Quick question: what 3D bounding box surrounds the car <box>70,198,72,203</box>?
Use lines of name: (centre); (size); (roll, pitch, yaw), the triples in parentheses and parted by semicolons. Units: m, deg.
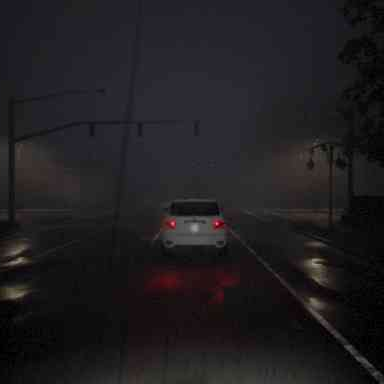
car: (-24.026, 1.421, 60.599); (3.806, 1.475, 1.970); (0, 0, 1)

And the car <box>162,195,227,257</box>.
car: (0.088, 1.208, 12.927); (2.150, 2.045, 5.566); (0, -1, 0)

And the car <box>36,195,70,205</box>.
car: (-23.309, 1.263, 54.848); (4.611, 1.667, 2.242); (0, 0, 1)

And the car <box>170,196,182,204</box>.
car: (-3.139, 1.508, 65.617); (2.033, 1.411, 5.357); (0, 0, 0)

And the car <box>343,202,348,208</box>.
car: (22.668, 1.537, 44.866); (4.181, 1.385, 1.994); (0, 0, 1)

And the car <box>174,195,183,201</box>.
car: (-3.262, 1.430, 81.961); (1.882, 1.535, 5.008); (0, 0, 0)
